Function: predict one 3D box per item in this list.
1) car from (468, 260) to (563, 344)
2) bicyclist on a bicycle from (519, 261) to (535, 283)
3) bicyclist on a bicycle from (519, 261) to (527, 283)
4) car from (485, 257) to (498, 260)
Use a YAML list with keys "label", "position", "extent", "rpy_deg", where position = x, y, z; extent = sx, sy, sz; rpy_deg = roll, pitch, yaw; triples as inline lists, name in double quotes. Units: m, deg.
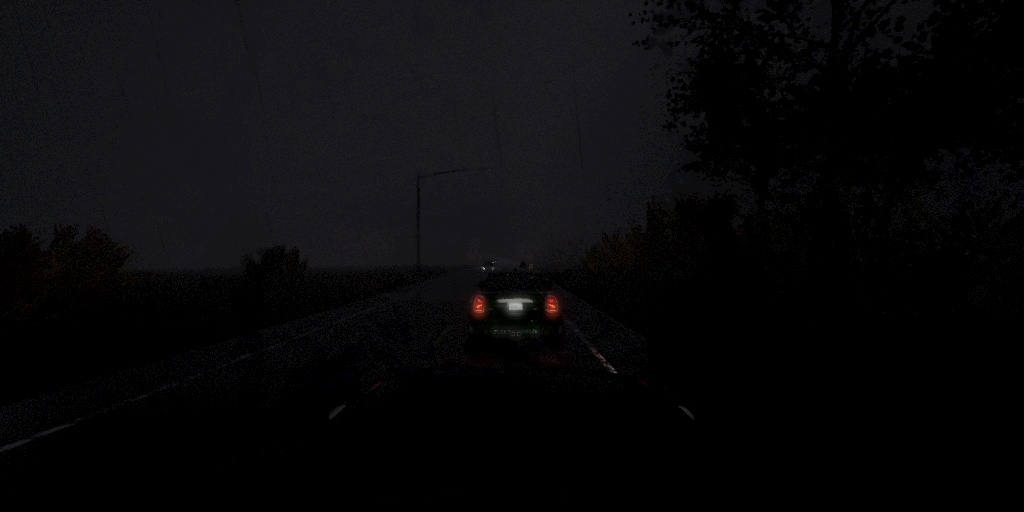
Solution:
- label: "car"
  position: [0.073, 1.099, 9.751]
  extent: [2.097, 1.767, 4.553]
  rpy_deg: [0, 0, 0]
- label: "bicyclist on a bicycle"
  position: [0.905, 1.181, 17.095]
  extent: [0.866, 1.612, 1.509]
  rpy_deg: [0, 0, 0]
- label: "bicyclist on a bicycle"
  position: [0.843, 1.193, 27.212]
  extent: [0.582, 1.620, 1.656]
  rpy_deg: [0, 0, 0]
- label: "car"
  position: [-4.087, 1.088, 63.846]
  extent: [2.097, 1.767, 4.553]
  rpy_deg: [0, 0, 0]
